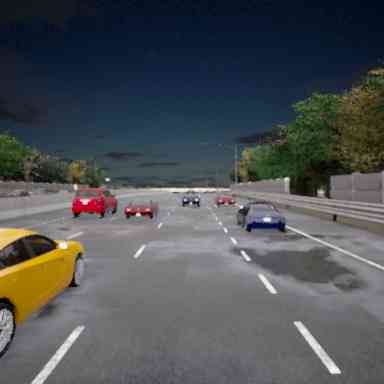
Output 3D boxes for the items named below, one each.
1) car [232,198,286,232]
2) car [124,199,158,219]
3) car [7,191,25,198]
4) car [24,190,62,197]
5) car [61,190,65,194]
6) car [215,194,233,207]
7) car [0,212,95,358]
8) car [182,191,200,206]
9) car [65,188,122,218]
[{"bbox_3d":[3.544,1.227,17.687,1.994,1.385,4.181,0,1,0],"label":"car"},{"bbox_3d":[-3.474,1.136,23.732,1.895,1.301,4.718,0,1,0],"label":"car"},{"bbox_3d":[-28.205,0.454,54.155,1.994,1.385,4.181,0,1,0],"label":"car"},{"bbox_3d":[-17.706,0.773,39.786,1.895,1.301,4.718,0,1,0],"label":"car"},{"bbox_3d":[-21.213,0.397,55.463,1.812,1.442,4.674,0,1,0],"label":"car"},{"bbox_3d":[3.489,0.869,35.827,1.895,1.301,4.718,0,1,0],"label":"car"},{"bbox_3d":[-3.420,1.371,5.766,1.882,1.535,5.008,0,1,0],"label":"car"},{"bbox_3d":[-0.116,0.835,37.296,1.895,1.301,4.718,0,1,0],"label":"car"},{"bbox_3d":[-6.976,0.743,24.347,2.150,2.045,5.566,0,1,0],"label":"car"}]
